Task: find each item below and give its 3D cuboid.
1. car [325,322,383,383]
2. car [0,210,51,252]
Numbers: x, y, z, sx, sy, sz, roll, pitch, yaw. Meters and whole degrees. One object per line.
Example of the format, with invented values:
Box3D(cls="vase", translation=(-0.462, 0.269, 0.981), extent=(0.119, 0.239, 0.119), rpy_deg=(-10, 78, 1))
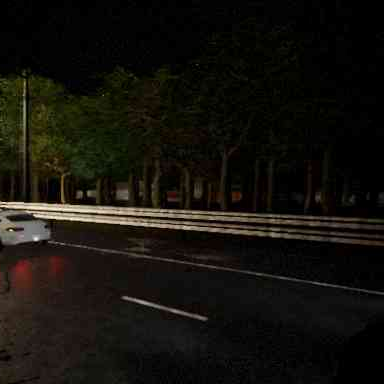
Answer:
Box3D(cls="car", translation=(3.185, 1.607, 1.696), extent=(4.718, 1.301, 1.895), rpy_deg=(0, 0, 36))
Box3D(cls="car", translation=(-7.589, 1.453, 13.383), extent=(4.674, 1.442, 1.812), rpy_deg=(0, 0, 34))
